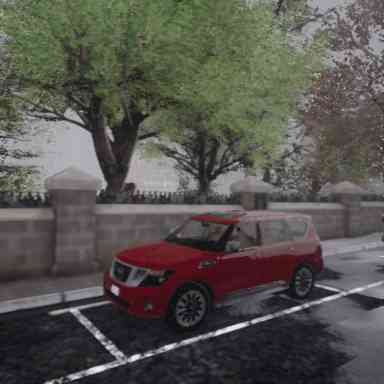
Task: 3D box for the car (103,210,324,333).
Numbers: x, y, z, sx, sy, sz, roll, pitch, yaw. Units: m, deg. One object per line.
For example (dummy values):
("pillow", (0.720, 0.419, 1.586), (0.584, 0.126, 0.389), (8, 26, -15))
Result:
("car", (0.757, 1.364, 7.079), (5.009, 1.841, 2.192), (1, 1, -35))
